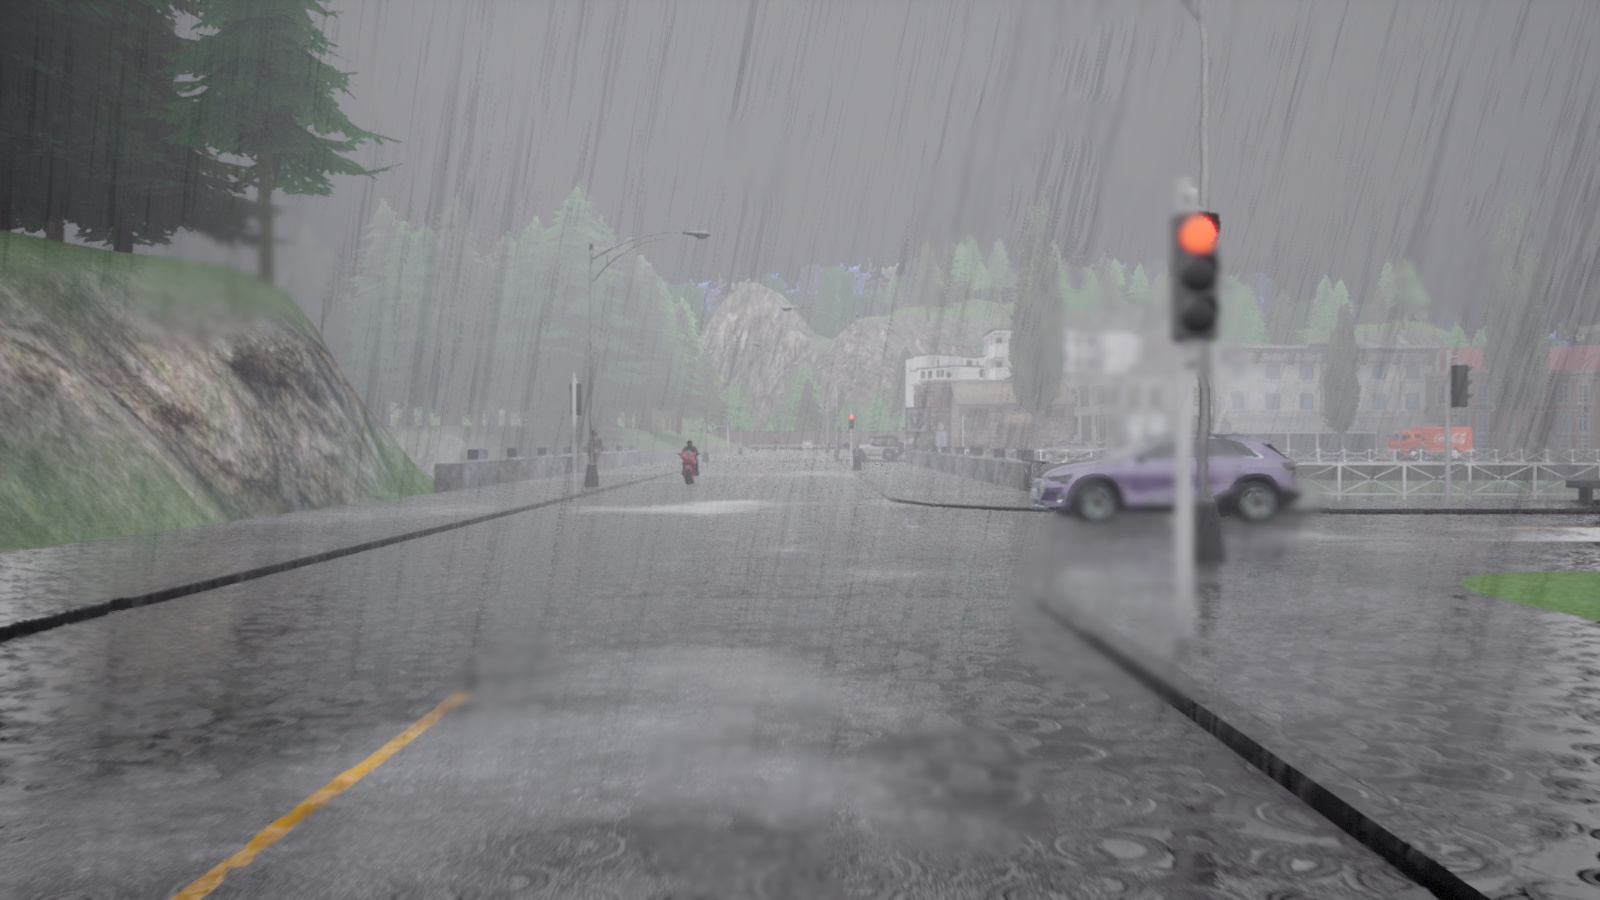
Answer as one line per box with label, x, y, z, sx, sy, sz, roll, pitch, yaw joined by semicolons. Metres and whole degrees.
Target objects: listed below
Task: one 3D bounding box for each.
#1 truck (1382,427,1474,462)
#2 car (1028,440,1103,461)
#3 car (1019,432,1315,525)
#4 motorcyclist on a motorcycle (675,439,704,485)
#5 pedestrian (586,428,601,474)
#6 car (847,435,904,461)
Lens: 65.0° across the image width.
truck;44.340;-0.400;88.776;5.204;2.467;2.627;0;0;0
car;18.752;0.021;88.913;4.902;1.511;2.128;0;0;0
car;6.682;0.499;23.245;4.856;1.649;2.033;0;0;-2
motorcyclist on a motorcycle;-3.740;0.393;42.520;0.797;1.523;2.044;0;0;0
pedestrian;-8.346;0.052;50.799;0.540;1.848;0.694;0;0;-4
car;5.391;-0.156;89.480;3.866;1.878;1.905;0;1;13
